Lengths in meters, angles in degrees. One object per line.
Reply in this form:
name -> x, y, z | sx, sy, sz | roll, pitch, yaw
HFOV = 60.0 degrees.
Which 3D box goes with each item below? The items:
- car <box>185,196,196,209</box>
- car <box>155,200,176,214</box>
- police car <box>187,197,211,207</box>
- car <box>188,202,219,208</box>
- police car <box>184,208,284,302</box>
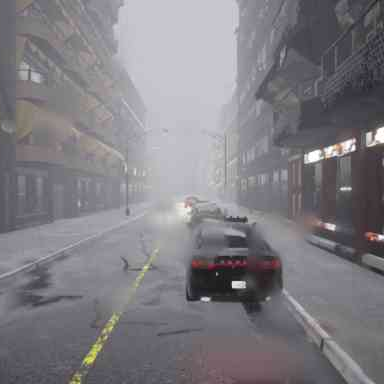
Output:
car -> 0.034, 1.382, 47.121 | 2.097, 1.767, 4.553 | 0, 0, 0
car -> -2.749, 1.580, 35.002 | 1.994, 1.385, 4.181 | 0, 0, 0
police car -> 0.825, 1.434, 24.437 | 1.930, 1.638, 5.238 | 0, 0, 0
car -> 0.825, 1.510, 18.327 | 1.837, 1.490, 4.892 | 0, 0, 0
police car -> 0.825, 1.427, 8.436 | 1.930, 1.638, 5.238 | 0, 0, 0
